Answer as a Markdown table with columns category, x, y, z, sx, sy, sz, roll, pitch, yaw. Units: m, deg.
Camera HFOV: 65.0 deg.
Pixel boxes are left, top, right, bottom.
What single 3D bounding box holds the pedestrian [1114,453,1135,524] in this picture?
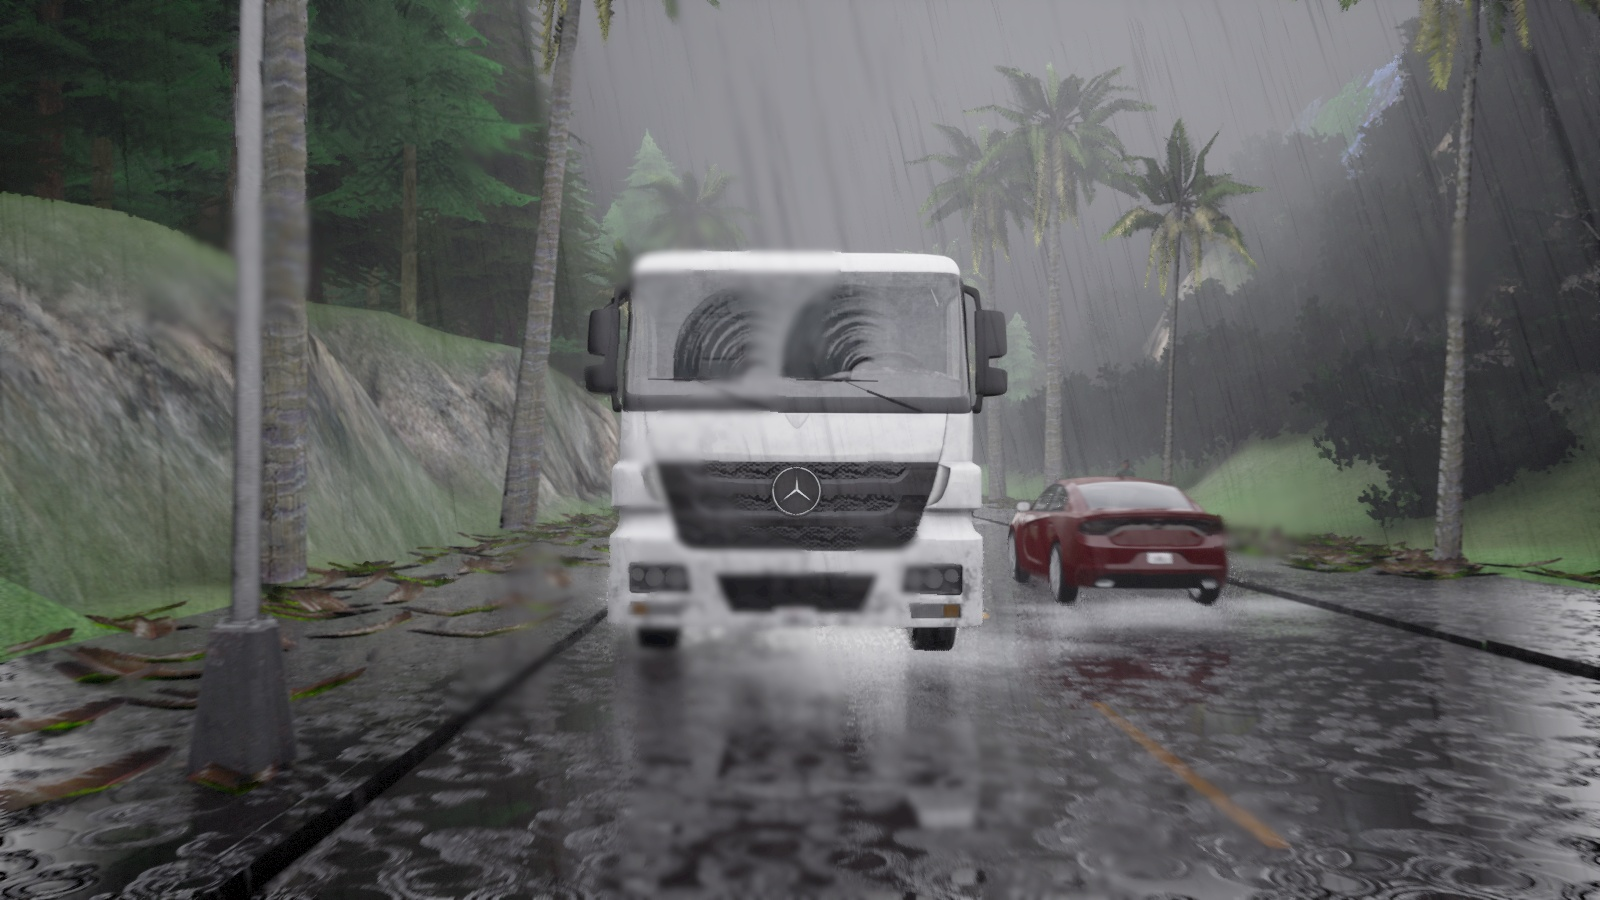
| category | x | y | z | sx | sy | sz | roll | pitch | yaw |
| --- | --- | --- | --- | --- | --- | --- | --- | --- | --- |
| pedestrian | 9.073 | 1.068 | 35.107 | 0.423 | 1.949 | 0.788 | 0 | -1 | 6 |

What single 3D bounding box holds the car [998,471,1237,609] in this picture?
| category | x | y | z | sx | sy | sz | roll | pitch | yaw |
| --- | --- | --- | --- | --- | --- | --- | --- | --- | --- |
| car | 3.965 | 1.055 | 16.622 | 1.882 | 1.535 | 5.008 | 0 | -1 | 0 |

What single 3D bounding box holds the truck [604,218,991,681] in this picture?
| category | x | y | z | sx | sy | sz | roll | pitch | yaw |
| --- | --- | --- | --- | --- | --- | --- | --- | --- | --- |
| truck | -0.033 | 0.057 | 13.373 | 2.891 | 3.462 | 7.936 | 0 | -1 | 0 |
